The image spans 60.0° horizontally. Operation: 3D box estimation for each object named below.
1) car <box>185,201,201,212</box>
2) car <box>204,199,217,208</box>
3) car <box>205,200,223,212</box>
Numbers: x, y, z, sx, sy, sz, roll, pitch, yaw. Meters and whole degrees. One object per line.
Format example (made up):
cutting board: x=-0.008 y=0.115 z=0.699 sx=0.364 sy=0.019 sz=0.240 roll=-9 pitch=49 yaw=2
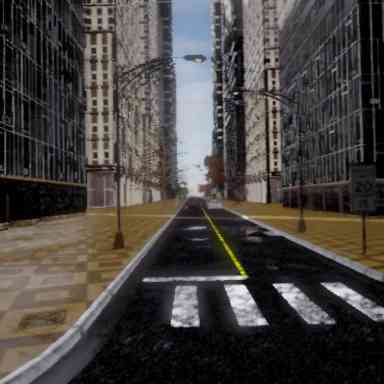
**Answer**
car: x=0.175 y=1.857 z=43.993 sx=1.994 sy=1.385 sz=4.181 roll=-1 pitch=0 yaw=1
car: x=3.017 y=1.900 z=54.152 sx=1.895 sy=1.301 sz=4.718 roll=-1 pitch=0 yaw=0
car: x=3.004 y=1.756 z=43.079 sx=1.812 sy=1.442 sz=4.674 roll=-1 pitch=-1 yaw=1
